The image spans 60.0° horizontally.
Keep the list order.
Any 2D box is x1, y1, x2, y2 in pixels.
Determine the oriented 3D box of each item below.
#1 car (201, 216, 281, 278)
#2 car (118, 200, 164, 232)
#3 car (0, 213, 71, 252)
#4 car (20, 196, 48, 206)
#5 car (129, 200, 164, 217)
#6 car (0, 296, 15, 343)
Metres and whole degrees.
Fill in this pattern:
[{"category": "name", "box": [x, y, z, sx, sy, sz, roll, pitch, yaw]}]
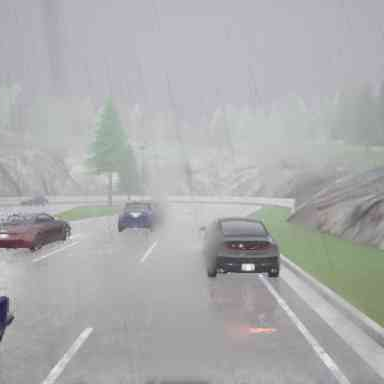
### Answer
[{"category": "car", "box": [1.336, 1.504, 10.171, 1.837, 1.490, 4.892, 0, 0, 1]}, {"category": "car", "box": [-2.974, 1.348, 20.334, 2.097, 1.767, 4.553, 0, 0, 3]}, {"category": "car", "box": [-6.723, 1.561, 14.011, 1.994, 1.385, 4.181, 0, 0, 1]}, {"category": "car", "box": [-25.545, 1.495, 53.989, 1.837, 1.490, 4.892, 0, 0, 18]}, {"category": "car", "box": [-4.355, 1.557, 32.510, 1.994, 1.385, 4.181, 0, 0, 15]}, {"category": "car", "box": [-3.365, 1.600, 2.399, 1.895, 1.301, 4.718, 0, 0, 1]}]
